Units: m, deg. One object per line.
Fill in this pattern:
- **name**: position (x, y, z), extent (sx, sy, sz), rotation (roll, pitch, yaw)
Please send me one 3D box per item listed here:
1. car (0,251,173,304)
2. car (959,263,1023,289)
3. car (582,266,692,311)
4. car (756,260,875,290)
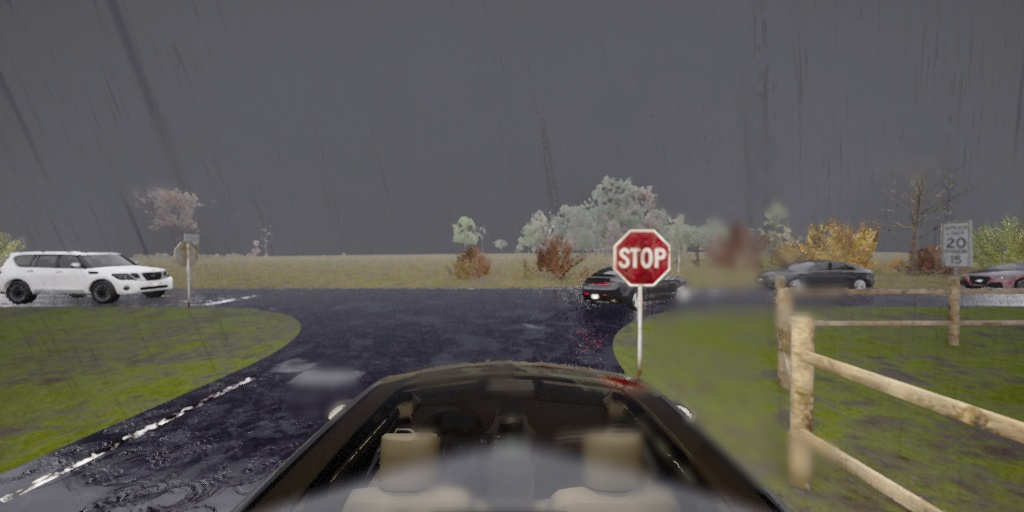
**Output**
- **car**: position (-17.415, 0.808, 14.769), extent (5.566, 2.045, 2.150), rotation (0, 1, 0)
- **car**: position (24.538, 1.011, 17.287), extent (4.181, 1.385, 1.994), rotation (0, 1, 1)
- **car**: position (4.737, 1.062, 13.333), extent (4.892, 1.490, 1.837), rotation (-1, -2, -36)
- **car**: position (14.595, 0.969, 17.394), extent (4.892, 1.490, 1.837), rotation (0, 1, 0)
